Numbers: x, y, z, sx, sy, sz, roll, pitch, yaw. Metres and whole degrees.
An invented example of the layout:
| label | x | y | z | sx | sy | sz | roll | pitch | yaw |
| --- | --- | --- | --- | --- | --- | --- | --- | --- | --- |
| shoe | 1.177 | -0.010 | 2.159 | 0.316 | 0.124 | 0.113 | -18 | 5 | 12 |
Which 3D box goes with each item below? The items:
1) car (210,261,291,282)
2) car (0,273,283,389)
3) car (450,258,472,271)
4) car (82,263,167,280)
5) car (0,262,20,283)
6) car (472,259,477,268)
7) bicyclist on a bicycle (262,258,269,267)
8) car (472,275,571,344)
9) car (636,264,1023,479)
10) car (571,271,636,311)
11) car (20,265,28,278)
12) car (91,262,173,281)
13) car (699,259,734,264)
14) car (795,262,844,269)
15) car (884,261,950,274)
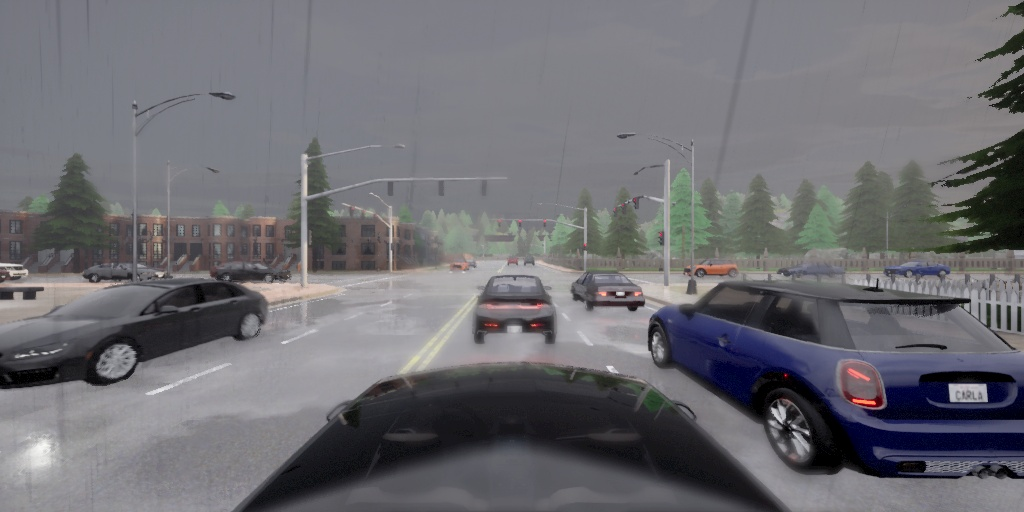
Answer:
| label | x | y | z | sx | sy | sz | roll | pitch | yaw |
| --- | --- | --- | --- | --- | --- | --- | --- | --- | --- |
| car | -19.510 | 1.228 | 27.219 | 5.008 | 1.535 | 1.882 | 0 | 0 | -1 |
| car | -7.088 | 1.255 | 7.101 | 1.837 | 1.490 | 4.892 | 0 | 0 | 0 |
| car | -7.014 | 1.102 | 48.342 | 2.097 | 1.767 | 4.553 | 0 | 0 | 0 |
| car | -29.007 | 1.241 | 26.946 | 4.902 | 1.511 | 2.128 | 0 | 0 | -4 |
| car | -39.175 | 1.228 | 25.224 | 5.008 | 1.535 | 1.882 | 0 | 0 | -18 |
| car | -6.976 | 1.276 | 59.854 | 1.812 | 1.442 | 4.674 | 0 | 0 | 0 |
| bicyclist on a bicycle | -28.748 | 1.053 | 41.670 | 0.582 | 1.620 | 1.656 | 0 | 0 | -1 |
| car | 0.076 | 1.242 | 9.549 | 2.128 | 1.511 | 4.902 | 0 | 0 | 1 |
| car | 3.607 | 1.102 | 4.958 | 2.097 | 1.767 | 4.553 | 0 | 0 | 0 |
| car | 3.606 | 1.297 | 14.376 | 2.033 | 1.411 | 5.357 | 0 | 0 | 0 |
| car | -42.179 | 0.971 | 27.894 | 5.566 | 2.045 | 2.150 | 0 | 0 | -21 |
| car | -31.917 | 1.276 | 30.224 | 4.674 | 1.442 | 1.812 | 0 | 0 | -7 |
| car | 18.764 | 1.102 | 33.963 | 4.553 | 1.767 | 2.097 | 0 | 0 | 0 |
| car | 28.289 | 1.297 | 33.933 | 5.357 | 1.411 | 2.033 | 0 | 0 | 1 |
| car | 38.167 | 1.228 | 33.901 | 5.008 | 1.535 | 1.882 | 0 | 0 | 0 |
